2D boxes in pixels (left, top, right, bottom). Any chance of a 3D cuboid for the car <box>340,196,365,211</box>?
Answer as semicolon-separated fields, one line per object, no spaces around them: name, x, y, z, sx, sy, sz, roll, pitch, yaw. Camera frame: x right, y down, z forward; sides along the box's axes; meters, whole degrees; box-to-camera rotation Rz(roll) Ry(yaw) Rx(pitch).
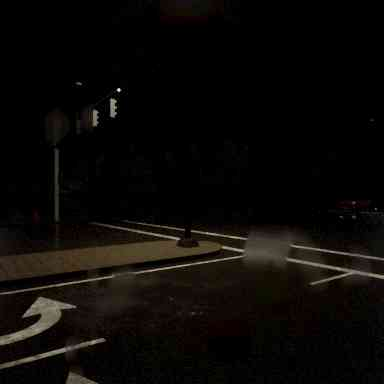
car;20.409;1.352;41.405;4.553;1.767;2.097;0;0;-36

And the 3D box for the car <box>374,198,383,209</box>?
car;27.424;1.564;46.433;4.181;1.385;1.994;0;0;-36

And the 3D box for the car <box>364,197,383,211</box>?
car;22.821;1.547;38.873;5.357;1.411;2.033;0;0;-35
